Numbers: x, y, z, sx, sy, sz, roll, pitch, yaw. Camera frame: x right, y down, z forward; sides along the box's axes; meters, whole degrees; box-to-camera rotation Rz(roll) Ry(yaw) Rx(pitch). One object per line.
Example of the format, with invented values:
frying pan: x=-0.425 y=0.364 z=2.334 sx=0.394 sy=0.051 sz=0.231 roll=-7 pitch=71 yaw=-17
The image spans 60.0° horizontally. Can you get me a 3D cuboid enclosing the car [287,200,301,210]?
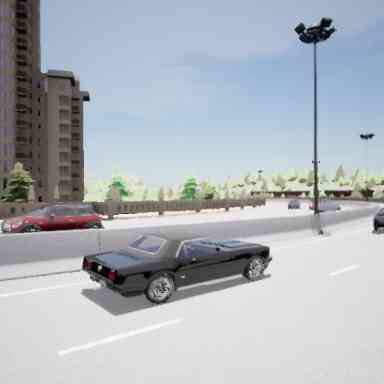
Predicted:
car: x=16.482 y=2.019 z=53.441 sx=1.837 sy=1.490 sz=4.892 roll=0 pitch=-1 yaw=23

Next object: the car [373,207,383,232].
car: x=12.734 y=1.653 z=20.736 sx=2.128 sy=1.511 sz=4.902 roll=0 pitch=-1 yaw=41

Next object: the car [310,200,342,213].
car: x=14.248 y=1.836 z=34.425 sx=2.033 sy=1.411 sz=5.357 roll=0 pitch=-1 yaw=34

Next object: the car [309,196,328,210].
car: x=18.882 y=1.827 z=50.209 sx=2.097 sy=1.767 sz=4.553 roll=0 pitch=-1 yaw=24

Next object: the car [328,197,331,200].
car: x=28.966 y=1.980 z=72.408 sx=2.150 sy=2.045 sz=5.566 roll=0 pitch=-1 yaw=10

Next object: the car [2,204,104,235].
car: x=-6.843 y=1.441 z=16.636 sx=4.553 sy=1.767 sz=2.097 roll=0 pitch=-1 yaw=-40

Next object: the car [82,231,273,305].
car: x=-0.112 y=1.650 z=8.294 sx=4.718 sy=1.301 sz=1.895 roll=0 pitch=0 yaw=-38

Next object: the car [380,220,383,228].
car: x=7.953 y=1.643 z=10.749 sx=4.181 sy=1.385 sz=1.994 roll=0 pitch=0 yaw=-43

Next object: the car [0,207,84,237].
car: x=-8.764 y=1.668 z=19.573 sx=4.181 sy=1.385 sz=1.994 roll=1 pitch=-1 yaw=-39
